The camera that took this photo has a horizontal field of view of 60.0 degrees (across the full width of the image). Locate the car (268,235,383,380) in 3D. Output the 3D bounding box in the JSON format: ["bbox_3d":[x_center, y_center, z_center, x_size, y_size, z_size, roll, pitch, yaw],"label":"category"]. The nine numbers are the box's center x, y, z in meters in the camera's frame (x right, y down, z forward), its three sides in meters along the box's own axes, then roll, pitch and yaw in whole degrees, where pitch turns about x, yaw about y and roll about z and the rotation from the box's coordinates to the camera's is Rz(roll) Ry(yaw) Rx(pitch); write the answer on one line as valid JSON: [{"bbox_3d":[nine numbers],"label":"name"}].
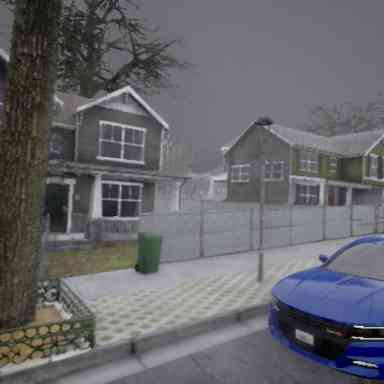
[{"bbox_3d":[3.400,1.490,5.474,5.008,1.535,1.882,0,0,-35],"label":"car"}]
